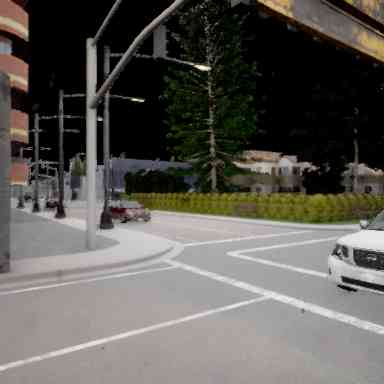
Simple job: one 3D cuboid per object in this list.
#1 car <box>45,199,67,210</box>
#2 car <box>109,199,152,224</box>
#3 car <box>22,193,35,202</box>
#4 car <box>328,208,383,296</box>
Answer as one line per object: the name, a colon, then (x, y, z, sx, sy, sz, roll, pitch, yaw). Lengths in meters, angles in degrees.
car: (-18.034, 1.588, 43.974, 1.994, 1.385, 4.181, 0, 0, -35)
car: (-4.876, 1.374, 25.214, 2.097, 1.767, 4.553, 0, 0, -35)
car: (-38.219, 1.259, 78.697, 2.150, 2.045, 5.566, 0, 0, -35)
car: (5.567, 1.258, 7.837, 5.566, 2.045, 2.150, 0, 0, -35)
